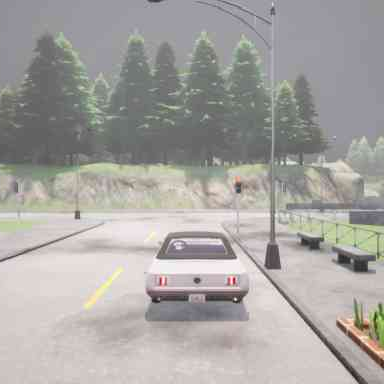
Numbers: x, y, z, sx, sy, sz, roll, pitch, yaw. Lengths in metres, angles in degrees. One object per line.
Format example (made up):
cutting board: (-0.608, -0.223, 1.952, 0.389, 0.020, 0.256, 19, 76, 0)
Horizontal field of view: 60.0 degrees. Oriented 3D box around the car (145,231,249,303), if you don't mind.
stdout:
car: (0.097, 1.601, 8.139, 1.895, 1.301, 4.718, 0, 0, 0)
